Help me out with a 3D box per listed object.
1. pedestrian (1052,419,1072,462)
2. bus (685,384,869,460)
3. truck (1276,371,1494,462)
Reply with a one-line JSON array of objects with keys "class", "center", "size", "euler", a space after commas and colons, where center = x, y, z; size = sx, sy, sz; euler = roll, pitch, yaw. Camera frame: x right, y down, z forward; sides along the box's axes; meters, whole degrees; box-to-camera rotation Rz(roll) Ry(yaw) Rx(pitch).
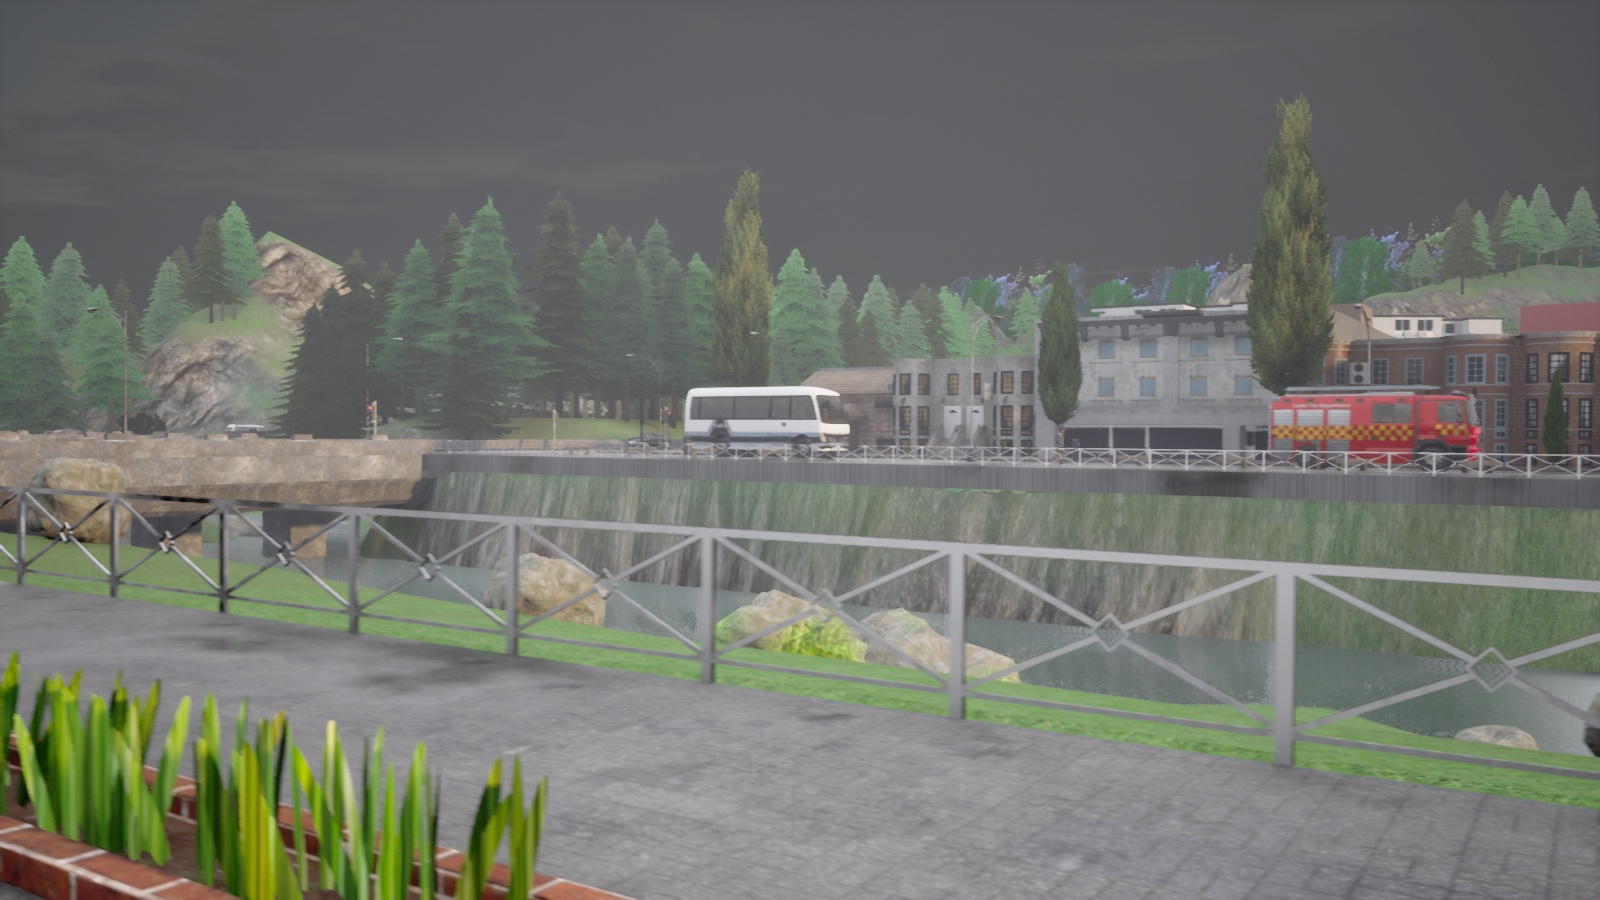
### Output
[{"class": "pedestrian", "center": [12.054, -0.423, 57.812], "size": [0.788, 1.949, 0.423], "euler": [0, 1, 29]}, {"class": "bus", "center": [-1.438, -1.574, 73.954], "size": [10.273, 4.253, 3.944], "euler": [0, 1, 32]}, {"class": "truck", "center": [26.026, -1.421, 56.047], "size": [8.468, 3.827, 2.891], "euler": [0, 1, 33]}]
